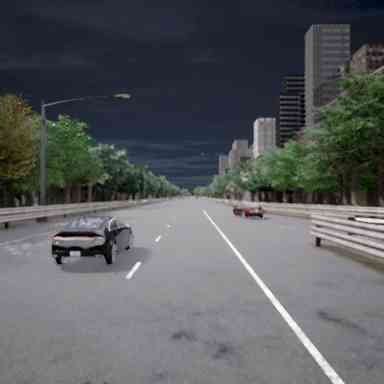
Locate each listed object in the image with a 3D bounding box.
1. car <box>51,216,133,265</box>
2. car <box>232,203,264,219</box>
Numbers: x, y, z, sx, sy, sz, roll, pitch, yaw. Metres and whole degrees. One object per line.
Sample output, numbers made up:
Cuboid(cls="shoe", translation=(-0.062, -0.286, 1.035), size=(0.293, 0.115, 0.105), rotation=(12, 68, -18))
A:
Cuboid(cls="car", translation=(-3.395, 1.607, 12.099), size=(2.128, 1.511, 4.902), rotation=(0, -1, 0))
Cuboid(cls="car", translation=(5.701, 1.893, 34.360), size=(2.163, 1.488, 4.792), rotation=(0, -1, -13))
